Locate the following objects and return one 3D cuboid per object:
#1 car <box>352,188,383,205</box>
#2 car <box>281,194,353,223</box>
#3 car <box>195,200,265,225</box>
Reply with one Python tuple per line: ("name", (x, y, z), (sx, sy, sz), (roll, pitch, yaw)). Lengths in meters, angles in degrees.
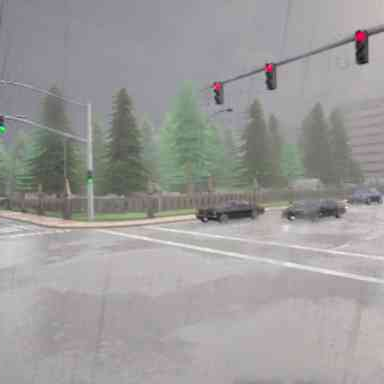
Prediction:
("car", (17.872, 0.400, 34.460), (4.553, 1.767, 2.097), (-2, 1, -41))
("car", (7.857, 1.038, 21.109), (5.357, 1.411, 2.033), (-2, 1, -41))
("car", (2.449, 1.228, 21.050), (4.718, 1.301, 1.895), (-2, 1, -41))
